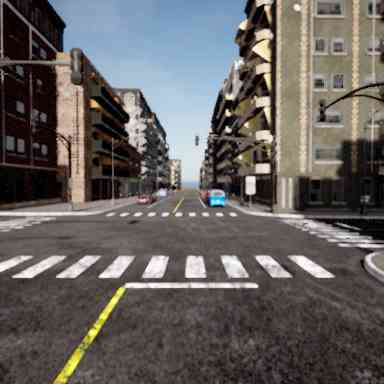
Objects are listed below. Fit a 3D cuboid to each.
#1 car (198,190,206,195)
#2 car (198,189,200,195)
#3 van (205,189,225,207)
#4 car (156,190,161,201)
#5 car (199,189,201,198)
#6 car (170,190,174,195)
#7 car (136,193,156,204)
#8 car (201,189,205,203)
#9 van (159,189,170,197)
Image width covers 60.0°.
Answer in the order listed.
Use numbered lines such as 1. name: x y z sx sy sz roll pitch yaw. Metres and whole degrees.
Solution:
1. car: 2.508 0.160 86.205 1.947 1.339 4.313 -1 1 0
2. car: 2.514 0.444 58.597 1.967 1.590 4.097 -1 1 0
3. van: 2.707 0.698 36.539 1.690 1.788 3.998 -1 1 0
4. car: -5.977 0.742 47.586 1.947 1.339 4.313 -1 1 0
5. car: 2.531 0.612 53.246 1.752 1.417 4.829 -1 1 0
6. car: -6.000 0.060 91.765 1.887 1.381 4.507 -1 1 0
7. car: -5.961 0.848 42.065 1.802 1.307 4.206 -1 1 0
8. car: 2.602 0.581 42.035 2.192 1.841 5.009 -1 1 0
9. van: -6.043 0.177 69.672 1.690 1.788 3.998 -1 1 0
